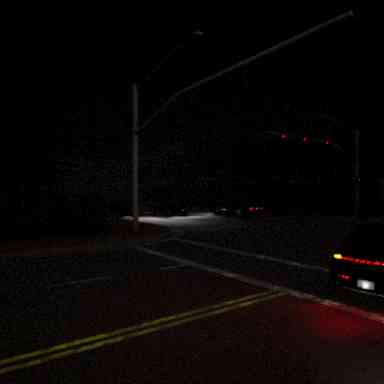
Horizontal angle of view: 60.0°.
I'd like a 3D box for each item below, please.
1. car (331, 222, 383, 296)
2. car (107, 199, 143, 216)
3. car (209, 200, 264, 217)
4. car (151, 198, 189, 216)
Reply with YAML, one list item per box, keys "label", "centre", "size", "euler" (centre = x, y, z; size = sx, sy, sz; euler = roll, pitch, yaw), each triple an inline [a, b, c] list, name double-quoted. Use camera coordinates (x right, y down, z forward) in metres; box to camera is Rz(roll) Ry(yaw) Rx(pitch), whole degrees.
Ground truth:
- label: "car"
  centre: [5.050, 1.466, 8.007]
  size: [4.892, 1.490, 1.837]
  euler: [-2, 1, -44]
- label: "car"
  centre: [-6.355, 1.395, 31.244]
  size: [2.128, 1.511, 4.902]
  euler: [0, 0, -35]
- label: "car"
  centre: [3.877, 1.428, 29.507]
  size: [2.033, 1.411, 5.357]
  euler: [0, 0, -37]
- label: "car"
  centre: [-2.185, 1.397, 31.417]
  size: [1.837, 1.490, 4.892]
  euler: [0, 0, -35]
